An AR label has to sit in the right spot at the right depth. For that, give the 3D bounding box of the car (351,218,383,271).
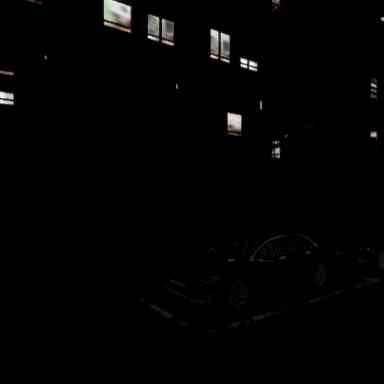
[{"bbox_3d":[6.066,1.542,10.885,4.507,1.381,1.887,0,0,-36],"label":"car"}]

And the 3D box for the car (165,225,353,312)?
[{"bbox_3d":[1.478,1.549,7.612,4.403,1.369,2.008,0,0,-36],"label":"car"}]
